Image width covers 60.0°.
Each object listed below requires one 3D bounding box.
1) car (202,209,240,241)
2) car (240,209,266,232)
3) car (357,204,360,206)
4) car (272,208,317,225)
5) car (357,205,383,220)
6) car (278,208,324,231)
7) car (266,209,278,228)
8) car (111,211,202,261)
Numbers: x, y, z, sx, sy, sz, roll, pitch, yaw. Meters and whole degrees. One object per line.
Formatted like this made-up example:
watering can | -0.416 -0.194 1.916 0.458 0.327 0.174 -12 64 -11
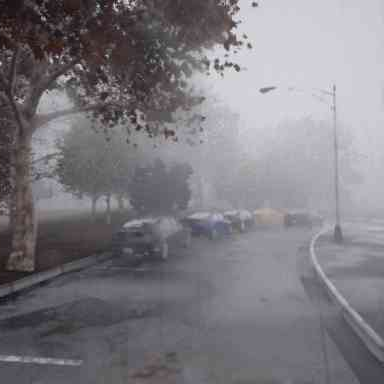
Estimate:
car | 0.837 1.807 18.589 2.097 1.535 5.008 -1 -3 23
car | 3.250 1.979 23.727 2.231 1.521 4.892 -2 -3 29
car | 24.214 2.603 42.883 5.008 1.535 2.097 0 -4 -28
car | 10.133 2.333 32.702 4.892 1.521 2.231 2 -4 -45
car | 21.158 2.384 36.951 5.357 1.411 2.033 1 -4 -32
car | 8.302 1.951 24.539 1.882 1.535 5.008 -3 -3 33
car | 6.378 2.171 28.363 2.097 1.535 5.008 -3 -3 37
car | -1.419 1.668 13.182 2.231 1.521 4.892 -1 -1 16
